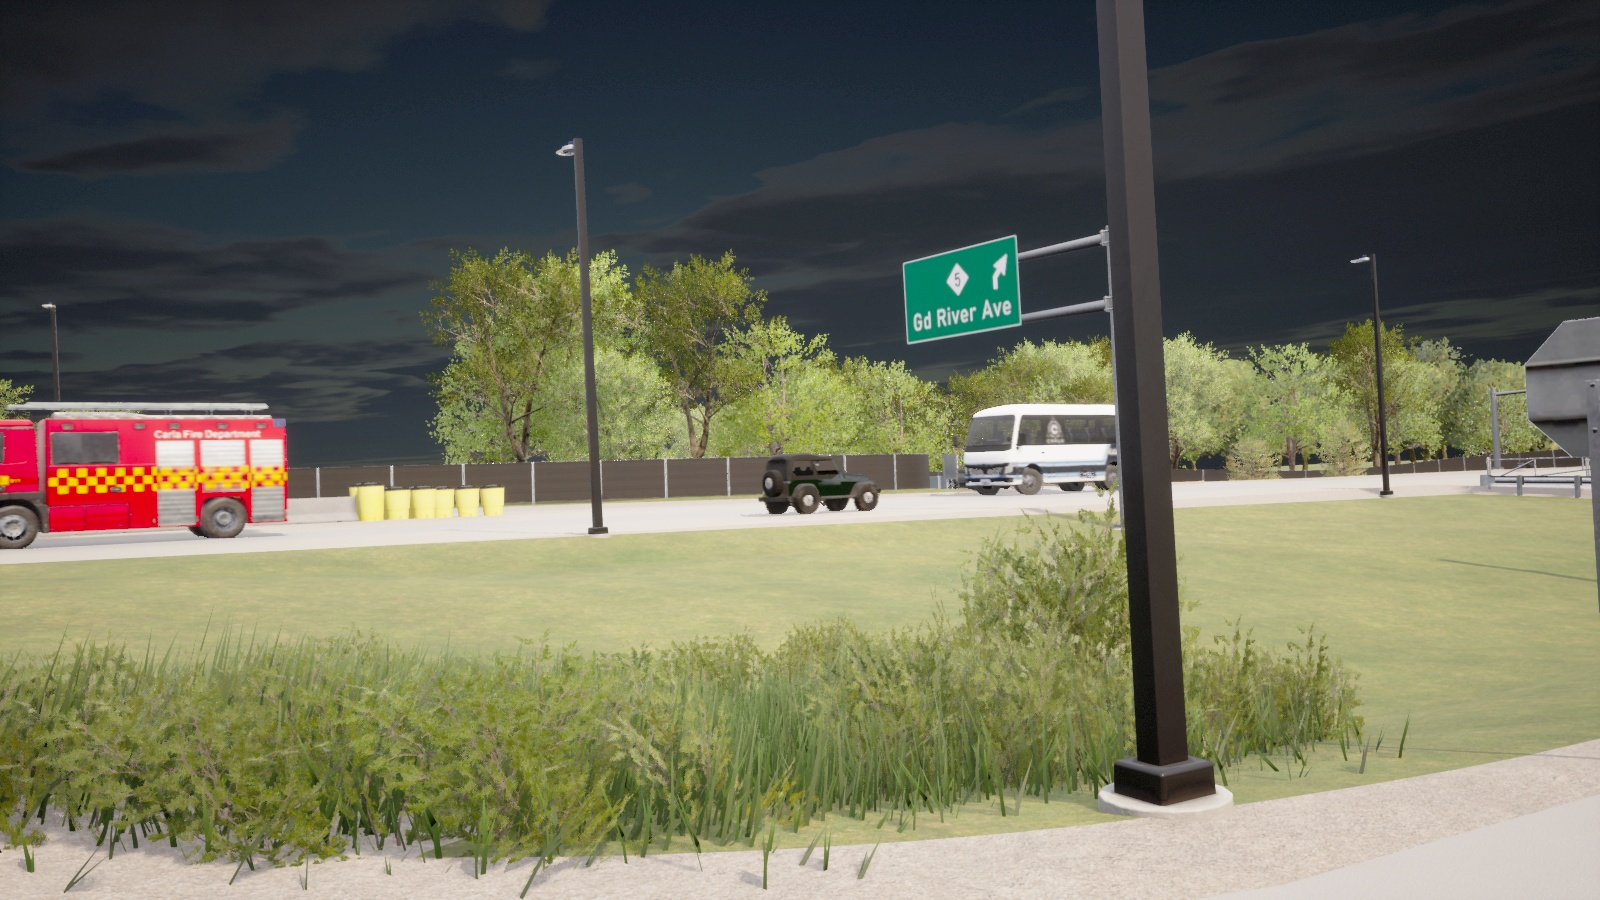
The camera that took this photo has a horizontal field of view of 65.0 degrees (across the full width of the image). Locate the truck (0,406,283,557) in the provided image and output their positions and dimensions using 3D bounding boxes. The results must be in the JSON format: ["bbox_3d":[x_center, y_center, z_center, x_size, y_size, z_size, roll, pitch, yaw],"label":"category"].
[{"bbox_3d":[-19.086,0.816,34.507,8.468,3.827,2.891,-2,-2,-35],"label":"truck"}]

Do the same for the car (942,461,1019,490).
[{"bbox_3d":[10.951,1.576,76.316,2.007,1.525,4.514,-2,-2,-35],"label":"car"}]

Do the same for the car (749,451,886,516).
[{"bbox_3d":[0.573,1.039,39.553,3.866,1.878,1.905,-2,-2,-35],"label":"car"}]

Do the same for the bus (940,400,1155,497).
[{"bbox_3d":[11.914,-0.135,59.970,10.273,4.253,3.944,-2,-1,-36],"label":"bus"}]
